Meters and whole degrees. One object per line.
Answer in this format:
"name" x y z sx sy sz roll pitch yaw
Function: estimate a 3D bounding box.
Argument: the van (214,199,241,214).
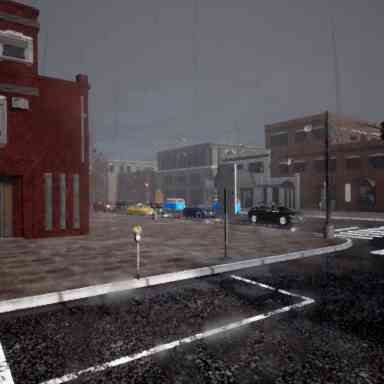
"van" 3.997 1.707 39.636 1.690 1.788 3.998 -2 0 -36

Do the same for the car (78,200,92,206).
"car" -26.114 2.623 80.924 1.752 1.417 4.829 -2 0 -36

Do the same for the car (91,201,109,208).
"car" -18.227 2.442 65.738 1.994 1.385 4.181 -1 0 -36

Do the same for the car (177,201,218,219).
"car" 0.740 1.950 34.318 1.994 1.385 4.181 -1 0 -35

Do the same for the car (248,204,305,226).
"car" 6.562 1.750 26.316 1.837 1.490 4.892 -1 0 -36

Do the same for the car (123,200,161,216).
"car" -6.001 2.048 39.187 1.752 1.417 4.829 -2 0 -36

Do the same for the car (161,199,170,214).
"car" -5.188 2.034 42.446 1.837 1.490 4.892 -1 0 -36

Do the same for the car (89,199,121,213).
"car" -12.777 2.001 48.468 2.192 1.841 5.009 -2 0 -36

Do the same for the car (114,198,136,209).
"car" -12.679 2.085 62.497 2.192 1.841 5.009 -2 0 -36

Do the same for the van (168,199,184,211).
"van" -2.673 1.869 48.780 1.690 1.788 3.998 -2 0 -36

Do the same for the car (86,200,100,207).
"car" -22.677 2.595 76.215 1.802 1.307 4.206 -2 0 -36

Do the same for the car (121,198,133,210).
"car" -11.684 2.197 56.764 1.882 1.535 5.008 -1 0 -36

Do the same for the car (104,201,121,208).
"car" -16.007 2.433 67.070 1.802 1.307 4.206 -2 0 -36
